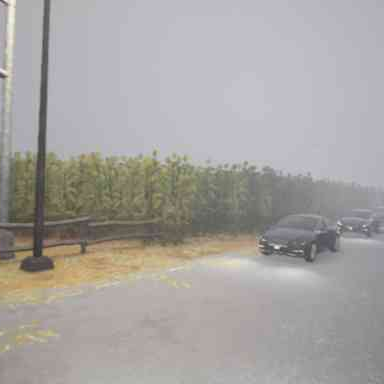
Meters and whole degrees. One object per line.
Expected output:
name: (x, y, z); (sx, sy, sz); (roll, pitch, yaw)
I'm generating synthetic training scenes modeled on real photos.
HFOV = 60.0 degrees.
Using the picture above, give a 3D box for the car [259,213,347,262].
car: (4.354, 1.662, 13.049); (1.837, 1.490, 4.892); (2, 0, 38)

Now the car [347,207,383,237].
car: (10.654, 1.894, 21.106); (1.837, 1.490, 4.892); (2, 0, 38)
